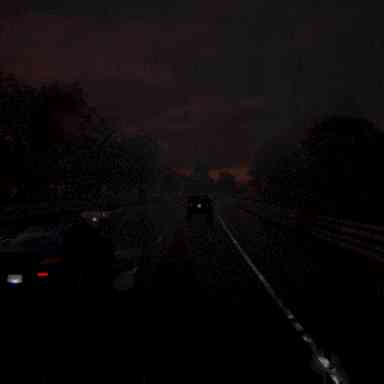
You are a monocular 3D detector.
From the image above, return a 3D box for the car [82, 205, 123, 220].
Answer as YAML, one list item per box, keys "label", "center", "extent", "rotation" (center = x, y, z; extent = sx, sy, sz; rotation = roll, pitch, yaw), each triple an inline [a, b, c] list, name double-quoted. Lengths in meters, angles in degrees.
- label: "car"
  center: [-6.524, 1.586, 24.777]
  extent: [1.895, 1.301, 4.718]
  rotation: [0, 0, 2]

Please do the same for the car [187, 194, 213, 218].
- label: "car"
  center: [0.713, 1.250, 30.277]
  extent: [2.150, 2.045, 5.566]
  rotation: [0, 0, 3]

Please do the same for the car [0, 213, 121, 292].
- label: "car"
  center: [-3.396, 1.514, 8.762]
  extent: [1.812, 1.442, 4.674]
  rotation: [0, 0, 1]
